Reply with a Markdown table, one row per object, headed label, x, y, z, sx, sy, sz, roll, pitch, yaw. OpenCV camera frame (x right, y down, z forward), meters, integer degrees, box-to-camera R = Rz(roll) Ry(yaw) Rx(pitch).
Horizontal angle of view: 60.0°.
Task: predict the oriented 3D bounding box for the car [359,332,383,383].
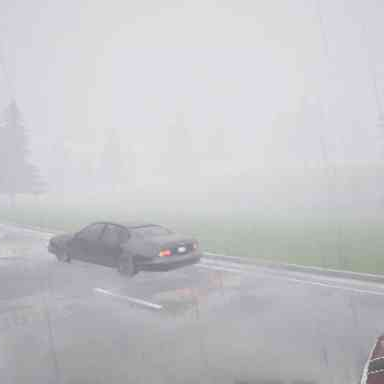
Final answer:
| label | x | y | z | sx | sy | sz | roll | pitch | yaw |
| --- | --- | --- | --- | --- | --- | --- | --- | --- | --- |
| car | 3.333 | 1.351 | 1.678 | 4.553 | 1.767 | 2.097 | 0 | 0 | 36 |

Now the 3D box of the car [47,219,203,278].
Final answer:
| label | x | y | z | sx | sy | sz | roll | pitch | yaw |
| --- | --- | --- | --- | --- | --- | --- | --- | --- | --- |
| car | -2.245 | 1.548 | 10.185 | 5.357 | 1.411 | 2.033 | 0 | 0 | 37 |
